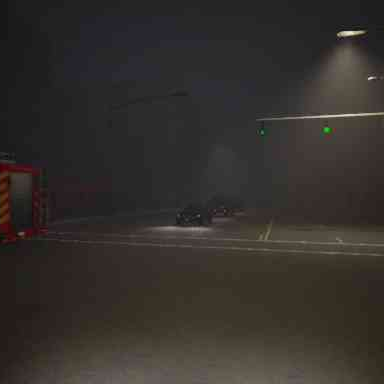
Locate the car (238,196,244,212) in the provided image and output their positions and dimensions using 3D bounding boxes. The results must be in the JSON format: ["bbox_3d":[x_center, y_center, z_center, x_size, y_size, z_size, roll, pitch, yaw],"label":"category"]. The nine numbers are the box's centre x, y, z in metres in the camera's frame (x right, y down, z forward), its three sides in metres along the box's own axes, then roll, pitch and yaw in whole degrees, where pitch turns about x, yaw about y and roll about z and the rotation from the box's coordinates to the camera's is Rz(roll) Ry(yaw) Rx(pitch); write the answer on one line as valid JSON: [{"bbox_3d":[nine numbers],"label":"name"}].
[{"bbox_3d":[5.772,1.607,45.093,2.150,2.045,5.566,0,-1,15],"label":"car"}]

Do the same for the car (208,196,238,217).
[{"bbox_3d":[3.025,1.454,34.921,2.150,2.045,5.566,0,-1,16],"label":"car"}]

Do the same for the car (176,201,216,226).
[{"bbox_3d":[0.277,1.634,24.823,1.812,1.442,4.674,0,-1,15],"label":"car"}]

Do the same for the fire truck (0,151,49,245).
[{"bbox_3d":[-10.604,0.357,14.208,8.468,3.827,2.891,0,0,16],"label":"fire truck"}]
